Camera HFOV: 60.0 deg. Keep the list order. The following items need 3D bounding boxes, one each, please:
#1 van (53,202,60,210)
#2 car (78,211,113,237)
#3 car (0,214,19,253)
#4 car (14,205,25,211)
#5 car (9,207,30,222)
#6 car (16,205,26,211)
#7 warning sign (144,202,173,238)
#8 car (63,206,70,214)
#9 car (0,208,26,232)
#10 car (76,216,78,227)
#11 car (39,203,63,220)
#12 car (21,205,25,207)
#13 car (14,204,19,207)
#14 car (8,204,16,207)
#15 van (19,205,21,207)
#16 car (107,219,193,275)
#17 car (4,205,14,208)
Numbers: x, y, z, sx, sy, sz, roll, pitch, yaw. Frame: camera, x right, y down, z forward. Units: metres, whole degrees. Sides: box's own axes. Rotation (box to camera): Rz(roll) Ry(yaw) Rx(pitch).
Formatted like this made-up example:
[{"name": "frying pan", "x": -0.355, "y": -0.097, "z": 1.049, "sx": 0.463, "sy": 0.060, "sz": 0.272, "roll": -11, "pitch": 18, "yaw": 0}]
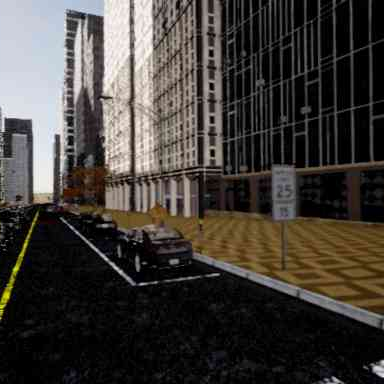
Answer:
[{"name": "van", "x": -35.997, "y": 3.714, "z": 88.338, "sx": 1.690, "sy": 1.788, "sz": 3.998, "roll": -2, "pitch": -1, "yaw": -24}, {"name": "car", "x": -6.014, "y": 2.080, "z": 21.660, "sx": 1.947, "sy": 1.339, "sz": 4.313, "roll": -2, "pitch": -1, "yaw": -24}, {"name": "car", "x": -9.792, "y": 2.028, "z": 15.972, "sx": 2.033, "sy": 1.411, "sz": 5.357, "roll": -1, "pitch": -1, "yaw": -24}, {"name": "car", "x": -41.325, "y": 3.858, "z": 79.769, "sx": 2.008, "sy": 1.369, "sz": 4.403, "roll": -2, "pitch": -1, "yaw": -24}, {"name": "car", "x": -18.843, "y": 2.630, "z": 36.279, "sx": 1.895, "sy": 1.301, "sz": 4.718, "roll": -1, "pitch": -1, "yaw": -24}, {"name": "car", "x": -43.631, "y": 4.005, "z": 84.897, "sx": 2.008, "sy": 1.369, "sz": 4.403, "roll": -2, "pitch": -1, "yaw": -24}, {"name": "warning sign", "x": -1.872, "y": 1.490, "z": 18.296, "sx": 1.300, "sy": 1.860, "sz": 1.060, "roll": 0, "pitch": -1, "yaw": -24}, {"name": "car", "x": -22.154, "y": 3.082, "z": 57.563, "sx": 1.802, "sy": 1.307, "sz": 4.206, "roll": -2, "pitch": -1, "yaw": -24}, {"name": "car", "x": -14.035, "y": 2.240, "z": 25.428, "sx": 1.837, "sy": 1.490, "sz": 4.892, "roll": -1, "pitch": -1, "yaw": -24}, {"name": "car", "x": -8.320, "y": 2.218, "z": 26.789, "sx": 1.947, "sy": 1.339, "sz": 4.313, "roll": -2, "pitch": -1, "yaw": -24}, {"name": "car", "x": -17.148, "y": 2.291, "z": 40.137, "sx": 2.150, "sy": 2.045, "sz": 5.566, "roll": -1, "pitch": -1, "yaw": -24}, {"name": "car", "x": -36.714, "y": 3.559, "z": 69.511, "sx": 1.887, "sy": 1.381, "sz": 4.507, "roll": -2, "pitch": -1, "yaw": -24}, {"name": "car", "x": -29.797, "y": 3.125, "z": 54.125, "sx": 1.887, "sy": 1.381, "sz": 4.507, "roll": -2, "pitch": -1, "yaw": -24}, {"name": "car", "x": -27.423, "y": 2.958, "z": 48.842, "sx": 1.752, "sy": 1.417, "sz": 4.829, "roll": -2, "pitch": -1, "yaw": -24}, {"name": "van", "x": -32.110, "y": 3.066, "z": 59.256, "sx": 1.690, "sy": 1.788, "sz": 3.998, "roll": -2, "pitch": -1, "yaw": -24}, {"name": "car", "x": -1.403, "y": 1.791, "z": 11.402, "sx": 2.008, "sy": 1.369, "sz": 4.403, "roll": -2, "pitch": -1, "yaw": -24}, {"name": "car", "x": -25.186, "y": 2.845, "z": 43.867, "sx": 2.008, "sy": 1.369, "sz": 4.403, "roll": -2, "pitch": -1, "yaw": -24}]
